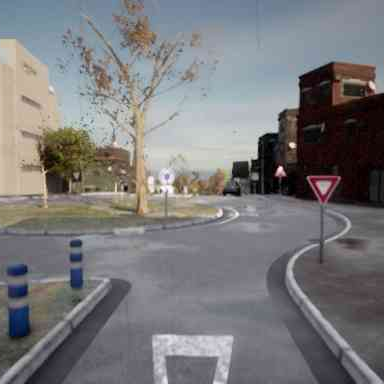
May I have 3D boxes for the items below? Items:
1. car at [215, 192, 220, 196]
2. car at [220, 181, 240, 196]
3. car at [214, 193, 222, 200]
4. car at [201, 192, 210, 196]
[{"bbox_3d":[5.839,0.415,60.950,2.128,1.511,4.902,0,-2,2],"label":"car"},{"bbox_3d":[5.414,-0.461,46.076,2.150,2.045,5.566,0,-1,2],"label":"car"},{"bbox_3d":[6.501,1.119,83.833,1.882,1.535,5.008,0,-2,2],"label":"car"},{"bbox_3d":[2.807,0.708,68.420,1.837,1.490,4.892,0,-2,2],"label":"car"}]
